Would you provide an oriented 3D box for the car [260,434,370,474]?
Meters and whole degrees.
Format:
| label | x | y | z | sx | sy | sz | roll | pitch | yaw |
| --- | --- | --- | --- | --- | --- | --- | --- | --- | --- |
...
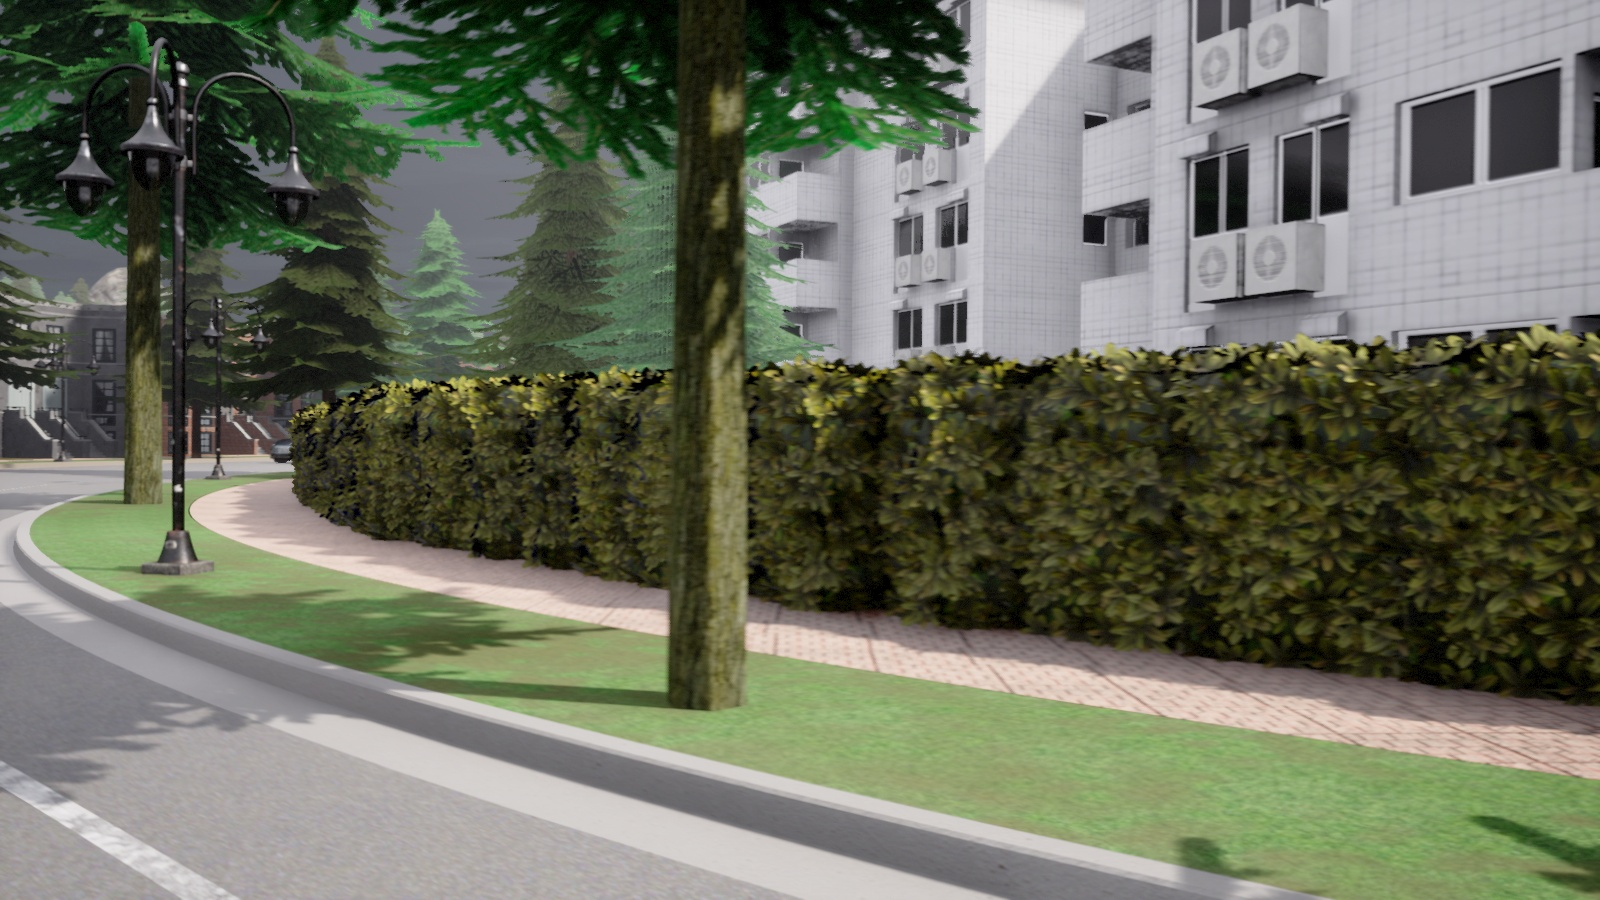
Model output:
| label | x | y | z | sx | sy | sz | roll | pitch | yaw |
| --- | --- | --- | --- | --- | --- | --- | --- | --- | --- |
| car | -21.166 | 0.135 | 55.078 | 2.033 | 1.649 | 4.856 | 0 | 1 | 15 |
